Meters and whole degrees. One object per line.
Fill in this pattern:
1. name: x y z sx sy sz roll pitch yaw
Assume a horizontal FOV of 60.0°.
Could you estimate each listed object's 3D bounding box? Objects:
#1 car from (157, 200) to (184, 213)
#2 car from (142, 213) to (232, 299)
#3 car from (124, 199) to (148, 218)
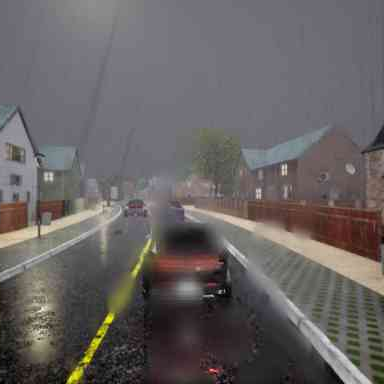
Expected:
1. car: -1.847 1.434 27.957 2.097 1.767 4.553 0 0 -7
2. car: -0.161 1.516 8.498 1.837 1.490 4.892 0 0 -2
3. car: -5.279 1.445 31.366 2.097 1.767 4.553 0 0 -8
